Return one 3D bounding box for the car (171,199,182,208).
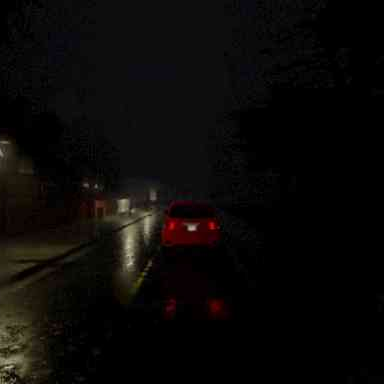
[{"bbox_3d":[-2.742,2.106,60.577,1.812,1.442,4.674,0,-1,0],"label":"car"}]

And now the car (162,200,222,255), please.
[{"bbox_3d":[0.003,1.349,14.016,2.150,2.045,5.566,0,0,0],"label":"car"}]

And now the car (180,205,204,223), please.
[{"bbox_3d":[0.008,1.876,29.106,1.895,1.301,4.718,0,-1,0],"label":"car"}]
